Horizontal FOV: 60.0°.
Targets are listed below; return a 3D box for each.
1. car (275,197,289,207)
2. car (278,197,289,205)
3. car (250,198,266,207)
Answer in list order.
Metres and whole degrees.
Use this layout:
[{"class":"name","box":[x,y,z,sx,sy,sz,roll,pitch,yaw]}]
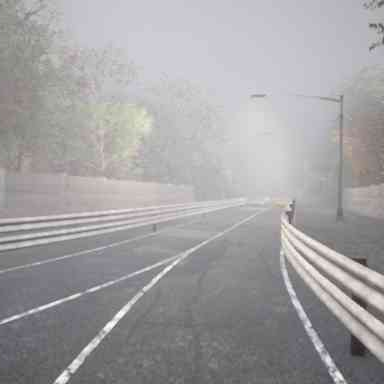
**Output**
[{"class":"car","box":[14.588,1.580,54.005,1.882,1.535,5.008,1,0,17]},{"class":"car","box":[17.657,1.683,63.851,1.882,1.535,5.008,1,0,17]},{"class":"car","box":[10.016,1.617,50.450,1.895,1.301,4.718,1,0,18]}]
